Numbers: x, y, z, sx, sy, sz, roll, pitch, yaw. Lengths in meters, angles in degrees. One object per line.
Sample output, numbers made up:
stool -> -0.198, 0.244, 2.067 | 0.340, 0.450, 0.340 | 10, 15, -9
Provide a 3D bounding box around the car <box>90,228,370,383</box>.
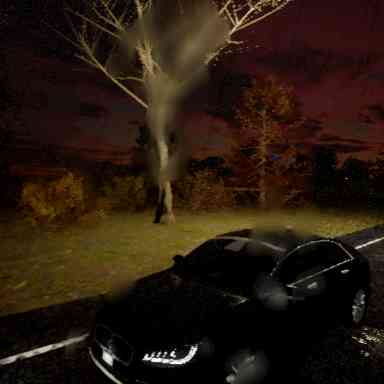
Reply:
car -> 0.973, 1.364, 4.887 | 4.892, 1.490, 1.837 | 0, 2, -42
